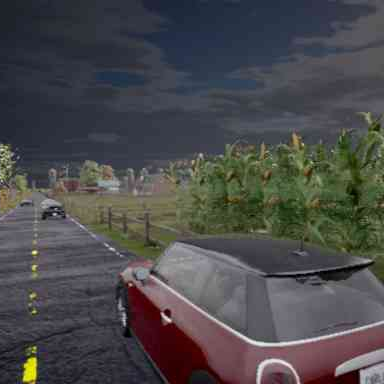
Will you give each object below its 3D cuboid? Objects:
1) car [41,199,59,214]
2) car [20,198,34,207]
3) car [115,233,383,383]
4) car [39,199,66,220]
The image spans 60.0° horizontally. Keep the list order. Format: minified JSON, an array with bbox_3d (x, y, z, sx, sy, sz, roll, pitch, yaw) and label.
[{"bbox_3d":[-16.867,1.607,39.309,1.837,1.490,4.892,-1,1,-25],"label":"car"},{"bbox_3d":[-28.316,1.743,57.164,1.994,1.385,4.181,-1,0,-25],"label":"car"},{"bbox_3d":[0.415,1.325,4.281,2.097,1.767,4.553,-1,0,-24],"label":"car"},{"bbox_3d":[-12.267,1.580,29.477,1.837,1.490,4.892,-1,0,-25],"label":"car"}]
